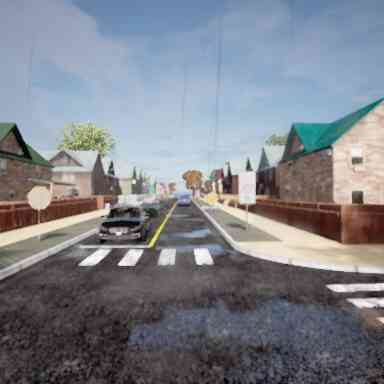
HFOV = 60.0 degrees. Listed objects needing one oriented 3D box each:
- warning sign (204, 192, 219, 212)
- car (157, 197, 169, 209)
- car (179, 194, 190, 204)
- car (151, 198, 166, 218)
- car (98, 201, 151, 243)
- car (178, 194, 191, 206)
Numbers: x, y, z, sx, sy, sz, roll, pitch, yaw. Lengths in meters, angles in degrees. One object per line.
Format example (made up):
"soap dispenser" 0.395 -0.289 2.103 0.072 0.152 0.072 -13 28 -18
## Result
"warning sign" 1.800 0.910 30.834 1.300 1.860 1.060 -1 0 -1
"car" -3.752 1.333 39.745 1.994 1.385 4.181 0 0 0
"car" -1.378 1.210 58.361 1.882 1.535 5.008 0 0 -1
"car" -3.484 1.412 27.823 1.895 1.301 4.718 0 0 -1
"car" -3.075 1.383 15.549 1.837 1.490 4.892 0 0 -4
"car" -1.089 1.293 48.572 2.033 1.411 5.357 0 0 -1
